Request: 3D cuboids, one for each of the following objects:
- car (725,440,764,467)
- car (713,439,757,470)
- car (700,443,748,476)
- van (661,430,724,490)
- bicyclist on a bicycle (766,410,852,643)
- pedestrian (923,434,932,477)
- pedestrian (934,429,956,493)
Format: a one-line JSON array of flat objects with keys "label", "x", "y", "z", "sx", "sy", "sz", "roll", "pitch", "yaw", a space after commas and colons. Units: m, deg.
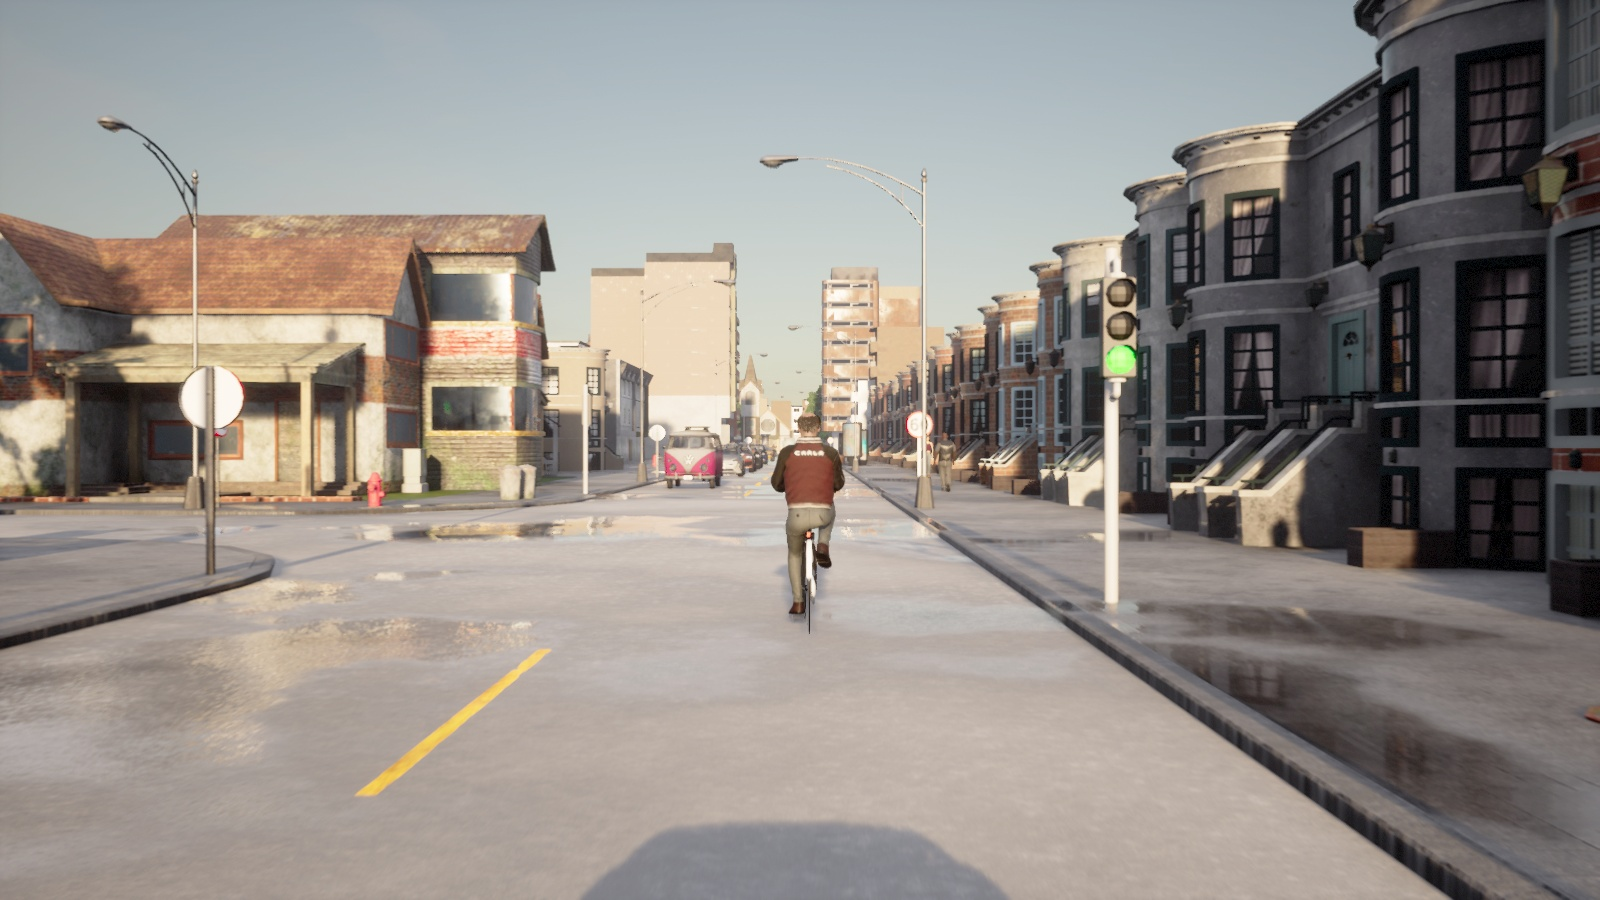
[{"label": "car", "x": -3.474, "y": 0.209, "z": 79.244, "sx": 2.152, "sy": 1.651, "sz": 5.027, "roll": 0, "pitch": 0, "yaw": 1}, {"label": "car", "x": -3.541, "y": 0.247, "z": 69.640, "sx": 2.152, "sy": 1.651, "sz": 5.027, "roll": 0, "pitch": 0, "yaw": 0}, {"label": "car", "x": -3.604, "y": 0.452, "z": 60.329, "sx": 2.007, "sy": 1.525, "sz": 4.514, "roll": 0, "pitch": 0, "yaw": 0}, {"label": "van", "x": -3.710, "y": 0.322, "z": 44.000, "sx": 1.775, "sy": 1.987, "sz": 4.442, "roll": 0, "pitch": 0, "yaw": 1}, {"label": "bicyclist on a bicycle", "x": 0.075, "y": 0.576, "z": 10.514, "sx": 0.659, "sy": 1.776, "sz": 1.843, "roll": 0, "pitch": 0, "yaw": 0}, {"label": "pedestrian", "x": 5.435, "y": 0.245, "z": 53.529, "sx": 0.345, "sy": 1.836, "sz": 0.594, "roll": 0, "pitch": 0, "yaw": 2}, {"label": "pedestrian", "x": 4.318, "y": 0.312, "z": 37.409, "sx": 0.563, "sy": 1.883, "sz": 0.849, "roll": 0, "pitch": 0, "yaw": 1}]
